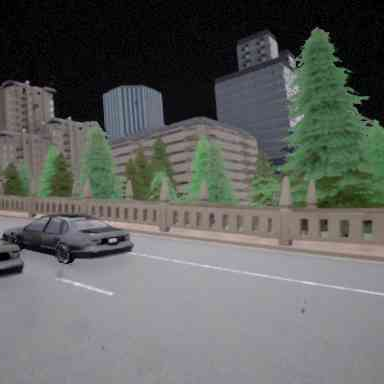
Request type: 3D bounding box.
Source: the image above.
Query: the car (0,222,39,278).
[{"bbox_3d":[-6.464,1.461,8.603,5.357,1.411,2.033,1,1,36],"label":"car"}]

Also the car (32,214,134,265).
[{"bbox_3d":[-4.412,1.461,11.439,5.357,1.411,2.033,1,1,35],"label":"car"}]
